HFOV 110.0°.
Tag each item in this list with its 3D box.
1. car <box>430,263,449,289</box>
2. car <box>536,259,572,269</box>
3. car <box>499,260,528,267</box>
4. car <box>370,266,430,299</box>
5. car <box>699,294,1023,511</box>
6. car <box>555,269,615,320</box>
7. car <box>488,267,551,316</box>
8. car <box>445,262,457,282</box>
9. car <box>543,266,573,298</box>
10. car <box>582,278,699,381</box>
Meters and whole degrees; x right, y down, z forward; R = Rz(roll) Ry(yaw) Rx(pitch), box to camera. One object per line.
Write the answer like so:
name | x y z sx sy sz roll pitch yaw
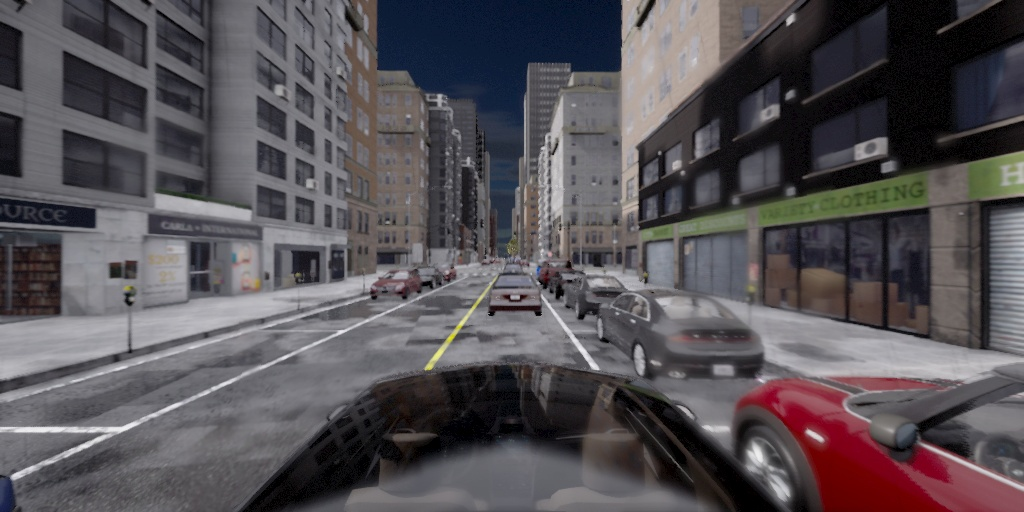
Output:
car | -5.666 1.364 23.586 1.948 1.339 4.313 0 0 0
car | 2.860 1.113 23.591 2.192 1.841 5.009 0 0 0
car | 0.104 1.364 31.888 2.033 1.411 5.357 0 0 0
car | -5.667 1.368 18.061 1.802 1.307 4.207 0 0 0
car | 2.857 1.189 1.497 1.967 1.591 4.097 0 0 0
car | 2.859 1.324 12.544 2.007 1.370 4.403 0 0 0
car | 0.101 1.323 13.522 2.033 1.411 5.357 0 0 0
car | -5.666 1.251 29.111 1.967 1.591 4.097 0 0 0
car | 2.859 1.352 18.067 1.948 1.339 4.313 0 0 0
car | 2.858 1.312 7.020 2.007 1.370 4.403 0 0 0
